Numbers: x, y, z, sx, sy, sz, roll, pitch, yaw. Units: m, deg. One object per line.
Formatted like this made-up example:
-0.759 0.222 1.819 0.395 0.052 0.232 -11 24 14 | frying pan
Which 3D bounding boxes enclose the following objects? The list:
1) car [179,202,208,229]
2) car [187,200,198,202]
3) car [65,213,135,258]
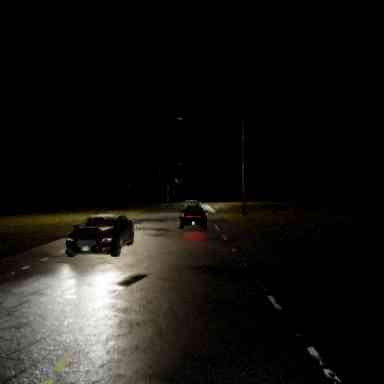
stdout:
0.090 1.764 23.943 1.837 1.490 4.892 0 0 0 | car
0.101 1.727 41.103 2.097 1.767 4.553 0 0 0 | car
-3.585 1.668 13.668 2.128 1.511 4.902 0 -1 0 | car
